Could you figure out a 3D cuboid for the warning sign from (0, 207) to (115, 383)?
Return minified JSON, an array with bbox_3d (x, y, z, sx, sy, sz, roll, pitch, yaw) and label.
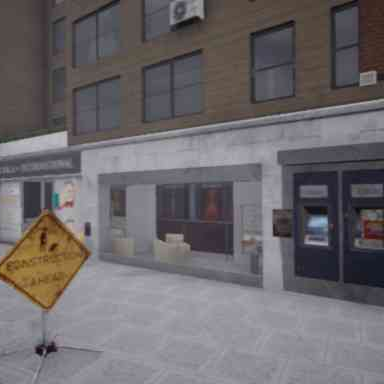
[{"bbox_3d":[-1.851,1.151,4.226,1.060,1.860,1.300,-1,0,35],"label":"warning sign"}]
